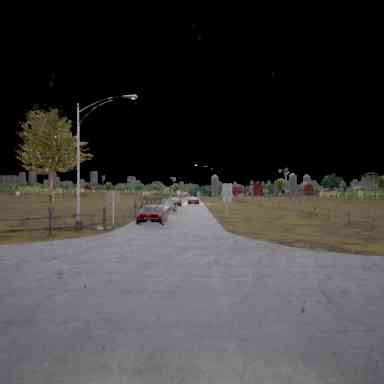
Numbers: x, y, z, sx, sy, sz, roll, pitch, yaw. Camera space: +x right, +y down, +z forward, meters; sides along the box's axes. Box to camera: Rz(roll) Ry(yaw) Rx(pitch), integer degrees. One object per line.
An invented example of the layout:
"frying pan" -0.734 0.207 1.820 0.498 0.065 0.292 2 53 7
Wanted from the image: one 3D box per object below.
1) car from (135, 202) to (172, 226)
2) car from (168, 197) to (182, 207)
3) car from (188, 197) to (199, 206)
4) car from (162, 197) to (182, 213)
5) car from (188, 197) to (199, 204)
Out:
"car" -2.767 1.612 23.837 1.895 1.301 4.718 0 0 1
"car" -2.585 1.516 51.484 1.882 1.535 5.008 0 0 0
"car" 0.250 1.523 55.427 1.882 1.535 5.008 0 0 0
"car" -2.667 1.512 37.714 2.128 1.511 4.902 0 0 1
"car" 0.297 1.629 65.851 1.994 1.385 4.181 0 0 0
